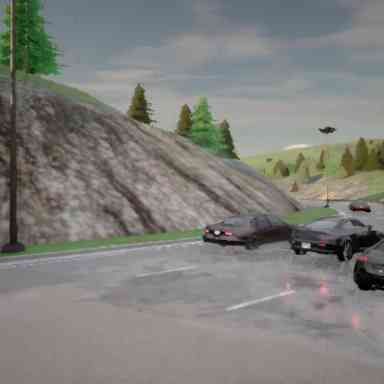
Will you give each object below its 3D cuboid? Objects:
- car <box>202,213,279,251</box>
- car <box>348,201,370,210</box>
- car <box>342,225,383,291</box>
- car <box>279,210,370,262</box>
[{"bbox_3d":[2.892,1.651,14.753,5.357,1.411,2.033,0,-1,-41],"label":"car"},{"bbox_3d":[21.336,1.783,42.606,1.994,1.385,4.181,0,0,18],"label":"car"},{"bbox_3d":[5.697,1.599,8.065,4.181,1.385,1.994,0,0,-39],"label":"car"},{"bbox_3d":[5.491,1.596,12.407,4.674,1.442,1.812,0,0,-40],"label":"car"}]
